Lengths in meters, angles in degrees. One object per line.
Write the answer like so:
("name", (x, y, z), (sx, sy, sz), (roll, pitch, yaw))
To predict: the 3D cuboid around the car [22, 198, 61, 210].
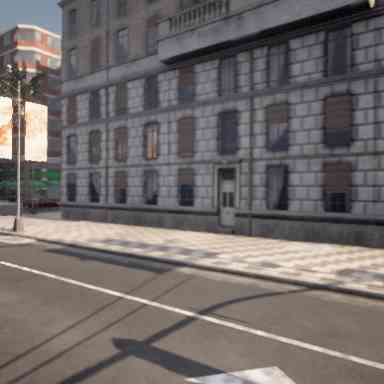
("car", (-16.675, 1.312, 38.050), (1.895, 1.301, 4.718), (1, 0, 37))
